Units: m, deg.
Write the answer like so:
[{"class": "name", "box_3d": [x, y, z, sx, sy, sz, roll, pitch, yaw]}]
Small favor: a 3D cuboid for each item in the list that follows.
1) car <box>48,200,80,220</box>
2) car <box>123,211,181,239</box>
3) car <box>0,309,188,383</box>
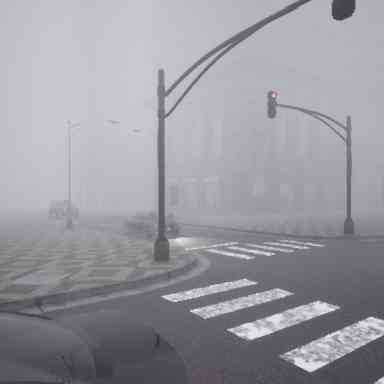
[{"class": "car", "box_3d": [-13.738, 1.845, 35.472, 2.150, 2.045, 5.566, 0, -1, -35]}, {"class": "car", "box_3d": [-2.402, 1.844, 19.468, 1.994, 1.385, 4.181, 0, -1, -35]}, {"class": "car", "box_3d": [-2.308, 1.478, 1.383, 5.008, 1.535, 1.882, 0, 1, -35]}]
